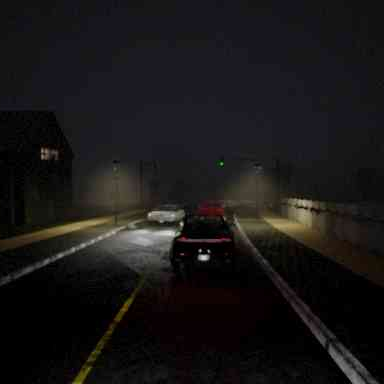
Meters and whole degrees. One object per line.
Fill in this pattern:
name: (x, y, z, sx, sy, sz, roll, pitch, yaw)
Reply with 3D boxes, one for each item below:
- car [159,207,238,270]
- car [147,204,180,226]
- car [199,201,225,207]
car: (0.409, 1.447, 10.855, 2.128, 1.511, 4.902, 0, 0, 3)
car: (-1.695, 1.508, 22.738, 1.895, 1.301, 4.718, 0, 0, 6)
car: (1.512, 1.394, 25.582, 1.882, 1.535, 5.008, 0, 0, 6)
